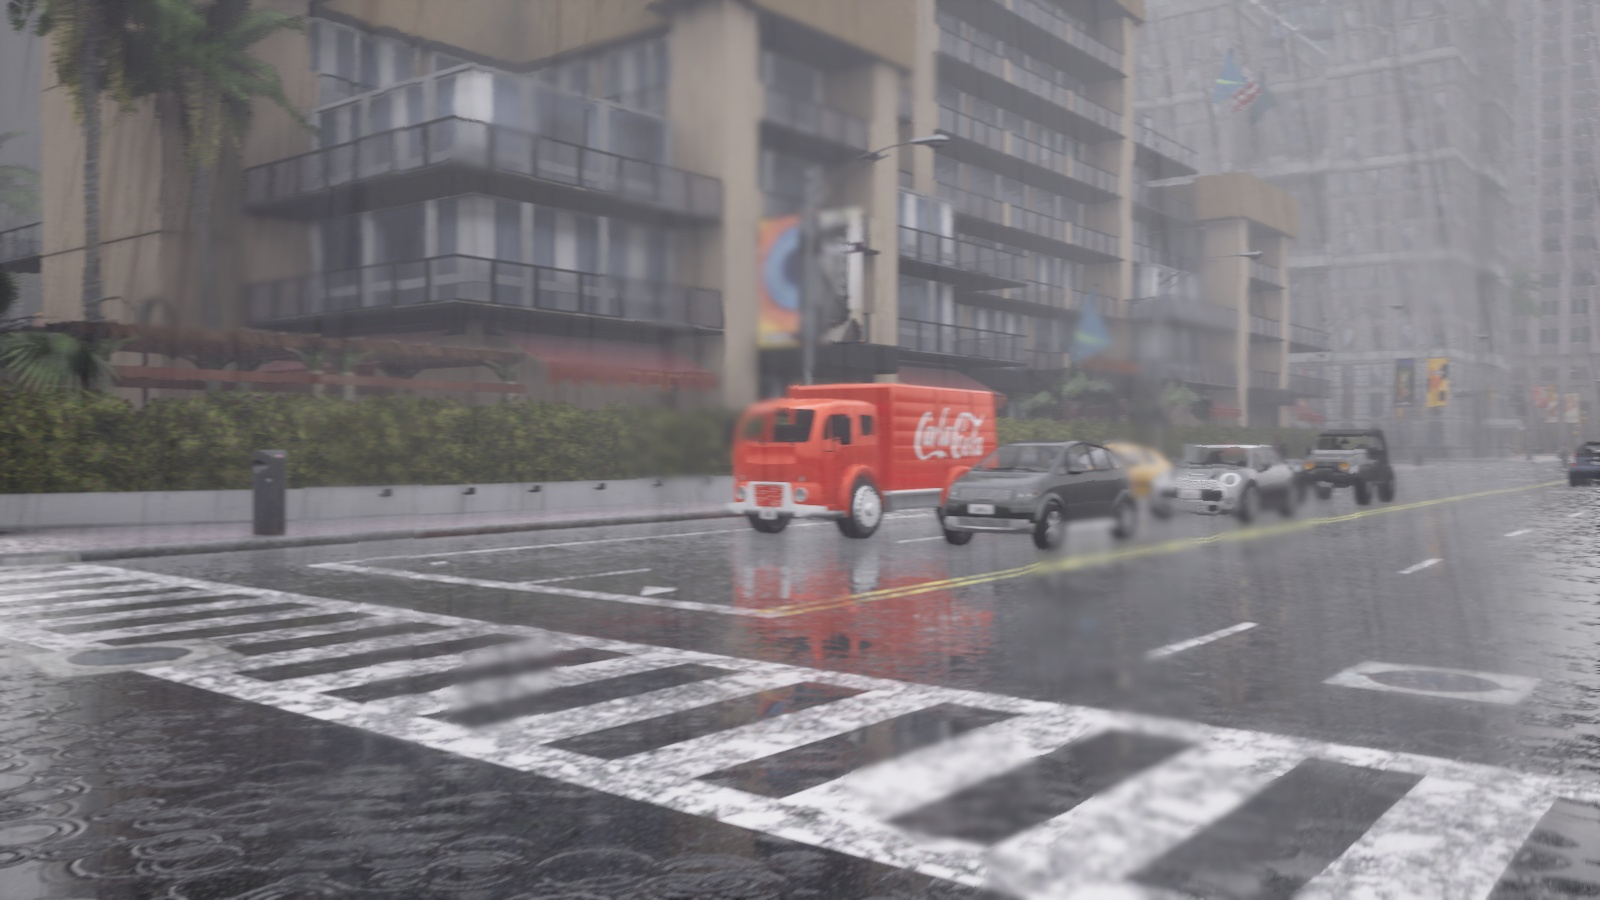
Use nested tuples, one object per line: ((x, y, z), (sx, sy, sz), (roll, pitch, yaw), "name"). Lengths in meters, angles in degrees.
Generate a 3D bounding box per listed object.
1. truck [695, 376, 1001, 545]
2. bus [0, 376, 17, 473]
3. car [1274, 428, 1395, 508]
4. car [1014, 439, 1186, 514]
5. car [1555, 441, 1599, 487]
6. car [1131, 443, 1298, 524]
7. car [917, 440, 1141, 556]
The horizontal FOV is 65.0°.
((0.960, 0.141, 21.182), (2.627, 2.467, 5.204), (1, 0, 37), "truck")
((-37.715, -1.088, 51.158), (3.944, 4.253, 10.273), (0, 0, 11), "bus")
((13.584, 0.416, 31.808), (1.905, 1.878, 3.866), (1, 0, 37), "car")
((7.057, 0.547, 29.074), (1.801, 1.575, 5.366), (1, 0, 38), "car")
((29.203, 0.500, 46.321), (1.851, 1.617, 3.988), (1, 0, 38), "car")
((8.290, 0.602, 24.947), (1.970, 1.475, 3.806), (1, 0, 38), "car")
((3.509, 0.631, 18.774), (1.789, 1.549, 3.705), (0, 0, 37), "car")
